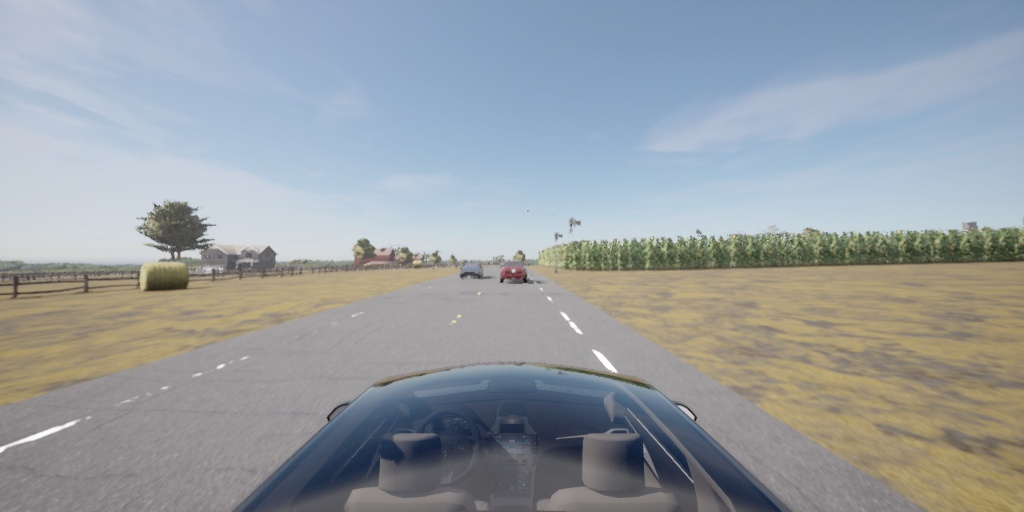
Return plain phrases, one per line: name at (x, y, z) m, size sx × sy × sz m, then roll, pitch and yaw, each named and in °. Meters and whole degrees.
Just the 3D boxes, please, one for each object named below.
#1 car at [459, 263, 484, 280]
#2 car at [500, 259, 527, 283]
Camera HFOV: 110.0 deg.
car at (-3.584, 1.353, 32.718) m, size 2.033 × 1.411 × 5.357 m, roll 0°, pitch 0°, yaw 0°
car at (0.115, 1.135, 28.701) m, size 2.097 × 1.767 × 4.553 m, roll 0°, pitch 0°, yaw 0°
